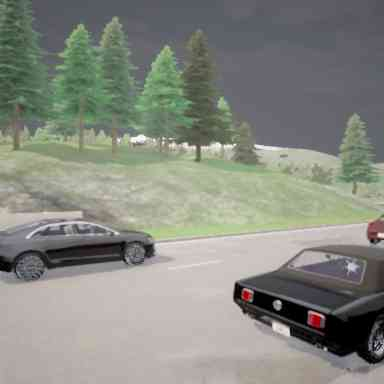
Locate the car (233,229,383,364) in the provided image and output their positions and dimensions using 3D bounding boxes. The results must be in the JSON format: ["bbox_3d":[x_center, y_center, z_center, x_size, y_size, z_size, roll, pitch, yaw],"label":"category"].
[{"bbox_3d":[3.072,1.602,5.849,4.718,1.301,1.895,0,0,-34],"label":"car"}]

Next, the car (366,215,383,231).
[{"bbox_3d":[9.314,1.522,14.215,4.674,1.442,1.812,0,0,-33],"label":"car"}]

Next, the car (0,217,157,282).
[{"bbox_3d":[-3.423,1.515,9.875,4.902,1.511,2.128,0,0,-35],"label":"car"}]
